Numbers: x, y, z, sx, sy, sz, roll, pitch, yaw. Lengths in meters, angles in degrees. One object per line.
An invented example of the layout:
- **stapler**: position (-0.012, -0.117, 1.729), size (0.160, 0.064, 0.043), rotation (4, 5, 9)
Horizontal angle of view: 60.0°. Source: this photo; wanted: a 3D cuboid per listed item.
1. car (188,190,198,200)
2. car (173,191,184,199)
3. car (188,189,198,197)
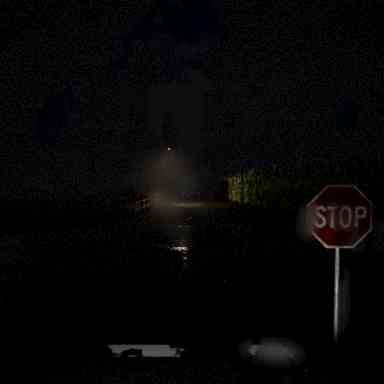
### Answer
- **car**: position (0.146, 0.663, 60.755), size (1.837, 1.490, 4.892), rotation (0, 2, 0)
- **car**: position (-2.593, 0.519, 65.349), size (1.837, 1.490, 4.892), rotation (0, 2, 0)
- **car**: position (0.172, 0.178, 71.160), size (2.033, 1.411, 5.357), rotation (0, 2, 0)
